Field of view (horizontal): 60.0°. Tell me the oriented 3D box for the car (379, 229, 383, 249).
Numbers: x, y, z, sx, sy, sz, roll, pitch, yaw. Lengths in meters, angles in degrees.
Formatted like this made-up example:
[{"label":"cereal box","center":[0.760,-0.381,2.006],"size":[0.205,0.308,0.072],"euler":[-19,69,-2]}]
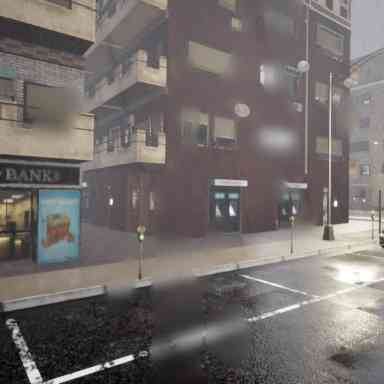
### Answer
[{"label":"car","center":[9.059,1.554,13.091],"size":[4.403,1.369,2.008],"euler":[0,1,-35]}]
